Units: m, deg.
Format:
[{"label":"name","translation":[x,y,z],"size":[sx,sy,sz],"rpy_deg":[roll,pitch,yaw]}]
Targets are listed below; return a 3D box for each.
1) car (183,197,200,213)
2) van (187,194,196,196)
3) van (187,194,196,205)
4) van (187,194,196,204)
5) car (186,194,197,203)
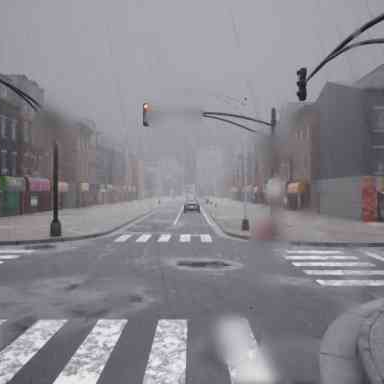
[{"label":"car","translation":[-0.016,1.563,36.720],"size":[1.947,1.339,4.313],"rpy_deg":[0,0,0]},{"label":"van","translation":[-0.079,1.341,53.537],"size":[1.690,1.788,3.998],"rpy_deg":[0,0,0]},{"label":"van","translation":[-0.099,1.344,59.142],"size":[1.690,1.788,3.998],"rpy_deg":[0,0,0]},{"label":"van","translation":[-0.119,1.348,64.748],"size":[1.690,1.788,3.998],"rpy_deg":[0,0,0]},{"label":"car","translation":[-0.140,1.326,70.353],"size":[2.192,1.841,5.009],"rpy_deg":[0,0,0]}]
